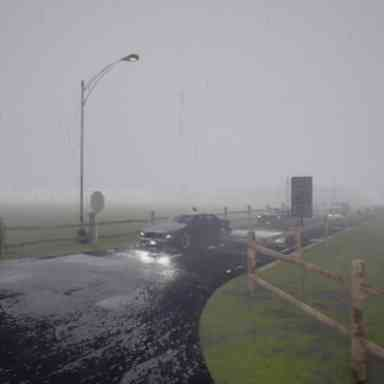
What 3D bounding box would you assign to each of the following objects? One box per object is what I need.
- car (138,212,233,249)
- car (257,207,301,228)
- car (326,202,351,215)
[{"bbox_3d":[-0.042,1.654,15.432,2.033,1.411,5.357,0,0,35],"label":"car"},{"bbox_3d":[6.540,1.803,24.514,1.895,1.301,4.718,0,0,36],"label":"car"},{"bbox_3d":[17.425,1.920,39.399,2.033,1.411,5.357,0,0,37],"label":"car"}]
